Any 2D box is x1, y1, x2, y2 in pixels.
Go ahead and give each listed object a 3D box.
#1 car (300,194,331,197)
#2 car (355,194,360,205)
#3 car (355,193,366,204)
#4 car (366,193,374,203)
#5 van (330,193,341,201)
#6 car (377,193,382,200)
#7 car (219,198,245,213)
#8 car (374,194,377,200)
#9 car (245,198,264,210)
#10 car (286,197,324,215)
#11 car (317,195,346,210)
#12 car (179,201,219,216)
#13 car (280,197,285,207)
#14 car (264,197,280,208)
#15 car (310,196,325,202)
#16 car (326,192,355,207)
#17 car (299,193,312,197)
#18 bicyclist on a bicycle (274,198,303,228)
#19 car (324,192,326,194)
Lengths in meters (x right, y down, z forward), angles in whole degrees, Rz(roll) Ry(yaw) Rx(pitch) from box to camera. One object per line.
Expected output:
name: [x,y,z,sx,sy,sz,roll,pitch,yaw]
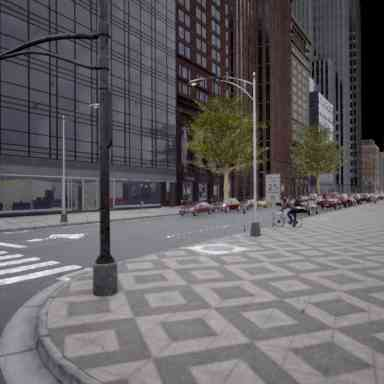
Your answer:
car: [16.538,1.345,44.495,2.128,1.511,4.902,-1,0,35]
car: [23.501,1.382,50.079,1.947,1.339,4.313,0,0,35]
car: [26.695,1.122,54.726,2.192,1.841,5.009,0,0,35]
car: [33.088,1.103,64.017,2.192,1.841,5.009,0,0,35]
van: [35.659,1.194,82.796,1.690,1.788,3.998,-1,0,35]
car: [42.677,1.362,77.952,1.802,1.307,4.206,-1,0,35]
car: [3.695,1.376,36.333,1.967,1.590,4.097,0,0,35]
car: [36.381,1.306,68.801,1.752,1.417,4.829,-1,0,35]
car: [6.893,1.504,40.980,1.802,1.307,4.206,0,0,35]
car: [10.716,1.429,31.497,1.947,1.339,4.313,0,0,35]
car: [17.108,1.381,40.789,1.887,1.381,4.507,0,0,35]
car: [0.500,1.534,31.688,1.802,1.307,4.206,0,0,35]
car: [13.285,1.465,50.272,1.947,1.339,4.313,0,0,35]
car: [9.992,1.435,45.485,1.752,1.417,4.829,0,0,35]
car: [26.072,1.427,68.857,1.947,1.339,4.313,0,0,35]
car: [20.303,1.141,45.435,2.192,1.841,5.009,0,0,35]
car: [19.678,1.424,59.564,1.887,1.381,4.507,0,0,35]
bicyclist on a bicycle: [5.287,1.180,18.381,1.656,1.620,0.582,-1,0,35]
car: [22.225,1.057,52.761,2.150,2.045,5.566,-1,0,35]
